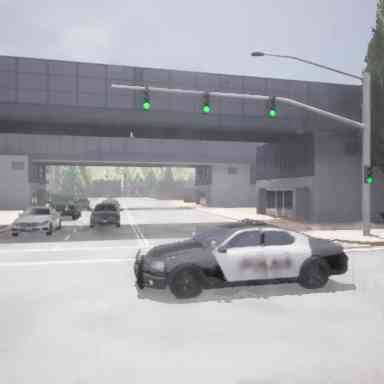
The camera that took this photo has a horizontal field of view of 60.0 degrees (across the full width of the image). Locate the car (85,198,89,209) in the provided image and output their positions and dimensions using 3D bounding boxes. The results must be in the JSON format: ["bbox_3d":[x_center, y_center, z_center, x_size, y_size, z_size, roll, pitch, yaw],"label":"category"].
[{"bbox_3d":[-13.695,1.521,41.519,1.812,1.442,4.674,0,0,-13],"label":"car"}]

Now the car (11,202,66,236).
[{"bbox_3d":[-8.491,1.523,18.515,1.812,1.442,4.674,0,0,-13],"label":"car"}]

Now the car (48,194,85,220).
[{"bbox_3d":[-10.635,1.217,27.964,2.150,2.045,5.566,0,0,-13],"label":"car"}]

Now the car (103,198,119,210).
[{"bbox_3d":[-10.542,1.559,43.452,1.994,1.385,4.181,0,0,-13],"label":"car"}]

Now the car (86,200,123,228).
[{"bbox_3d":[-5.748,1.502,22.272,1.837,1.490,4.892,0,0,-13],"label":"car"}]

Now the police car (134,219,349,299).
[{"bbox_3d":[1.144,1.509,8.186,4.974,1.542,2.038,0,0,-13],"label":"police car"}]
